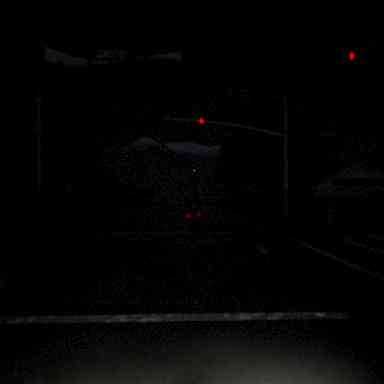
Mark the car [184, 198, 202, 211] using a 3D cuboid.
[{"bbox_3d":[0.157,1.421,39.378,2.128,1.511,4.902,0,0,0],"label":"car"}]
